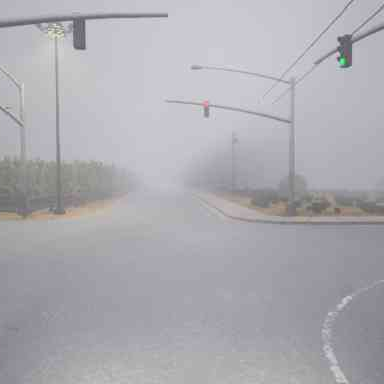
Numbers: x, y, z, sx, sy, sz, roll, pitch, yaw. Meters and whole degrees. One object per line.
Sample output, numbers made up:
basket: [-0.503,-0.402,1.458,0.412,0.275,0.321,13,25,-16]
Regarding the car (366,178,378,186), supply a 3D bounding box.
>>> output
car: [42.125,-2.288,77.594,1.905,1.878,3.866,10,10,41]
